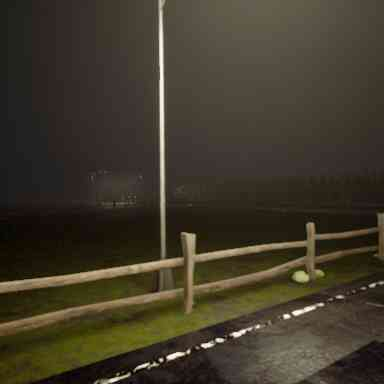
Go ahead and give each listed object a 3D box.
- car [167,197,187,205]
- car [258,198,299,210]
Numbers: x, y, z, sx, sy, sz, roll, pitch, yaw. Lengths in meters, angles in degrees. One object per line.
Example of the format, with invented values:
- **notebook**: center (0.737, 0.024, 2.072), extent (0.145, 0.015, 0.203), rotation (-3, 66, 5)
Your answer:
- **car**: center (-2.673, 1.509, 57.201), extent (1.812, 1.442, 4.674), rotation (-1, 0, -35)
- **car**: center (10.116, 1.396, 39.176), extent (1.895, 1.301, 4.718), rotation (-1, 0, -36)
